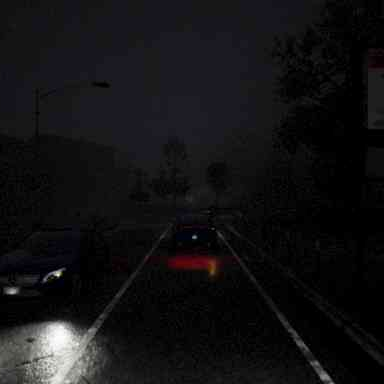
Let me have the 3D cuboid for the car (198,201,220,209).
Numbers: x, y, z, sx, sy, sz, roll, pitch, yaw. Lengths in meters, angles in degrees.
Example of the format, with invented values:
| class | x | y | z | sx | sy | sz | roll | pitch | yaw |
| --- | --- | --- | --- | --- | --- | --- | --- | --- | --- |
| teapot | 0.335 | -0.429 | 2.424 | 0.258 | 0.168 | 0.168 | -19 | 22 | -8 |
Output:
| class | x | y | z | sx | sy | sz | roll | pitch | yaw |
| --- | --- | --- | --- | --- | --- | --- | --- | --- | --- |
| car | 1.382 | 1.871 | 31.211 | 1.837 | 1.490 | 4.892 | -1 | 0 | 13 |

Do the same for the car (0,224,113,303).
| class | x | y | z | sx | sy | sz | roll | pitch | yaw |
| --- | --- | --- | --- | --- | --- | --- | --- | --- | --- |
| car | -3.299 | 1.589 | 8.454 | 1.812 | 1.442 | 4.674 | 0 | -1 | 0 |

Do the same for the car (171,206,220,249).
| class | x | y | z | sx | sy | sz | roll | pitch | yaw |
| --- | --- | --- | --- | --- | --- | --- | --- | --- | --- |
| car | 0.100 | 1.638 | 15.402 | 1.882 | 1.535 | 5.008 | 0 | -1 | 0 |
